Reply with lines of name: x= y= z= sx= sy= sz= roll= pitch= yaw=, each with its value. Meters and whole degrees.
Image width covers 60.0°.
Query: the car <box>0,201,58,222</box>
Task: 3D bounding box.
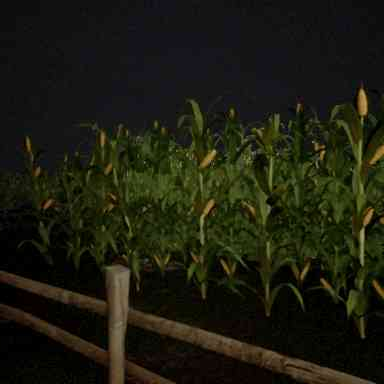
car: x=-12.129 y=1.392 z=24.505 sx=1.994 sy=1.385 sz=4.181 roll=1 pitch=1 yaw=36
